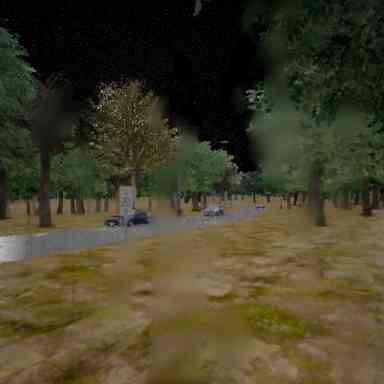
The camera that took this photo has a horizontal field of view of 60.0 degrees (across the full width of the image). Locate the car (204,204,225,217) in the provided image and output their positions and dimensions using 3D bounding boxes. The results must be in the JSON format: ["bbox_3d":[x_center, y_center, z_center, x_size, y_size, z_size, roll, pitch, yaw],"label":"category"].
[{"bbox_3d":[3.263,2.605,48.389,2.097,1.767,4.553,0,-1,21],"label":"car"}]

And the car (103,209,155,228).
[{"bbox_3d":[-5.040,2.157,27.738,2.033,1.411,5.357,1,-1,23],"label":"car"}]

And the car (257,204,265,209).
[{"bbox_3d":[18.539,3.881,89.316,1.994,1.385,4.181,0,-1,12],"label":"car"}]
